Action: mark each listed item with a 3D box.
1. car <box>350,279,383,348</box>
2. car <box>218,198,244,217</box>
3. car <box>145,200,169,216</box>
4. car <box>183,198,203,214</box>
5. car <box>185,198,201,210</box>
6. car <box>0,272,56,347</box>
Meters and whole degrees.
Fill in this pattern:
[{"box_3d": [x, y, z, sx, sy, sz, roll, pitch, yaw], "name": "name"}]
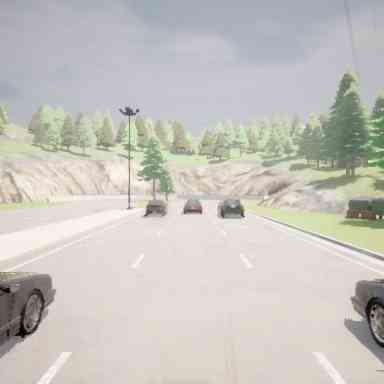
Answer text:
[{"box_3d": [3.600, 1.547, 3.159, 2.033, 1.411, 5.357, 0, 0, 0], "name": "car"}, {"box_3d": [3.609, 1.352, 31.355, 2.097, 1.767, 4.553, 0, 0, 0], "name": "car"}, {"box_3d": [-3.392, 1.505, 32.372, 1.837, 1.490, 4.892, 0, 0, 0], "name": "car"}, {"box_3d": [0.108, 1.564, 35.275, 1.994, 1.385, 4.181, 0, 0, 0], "name": "car"}, {"box_3d": [0.166, 1.547, 44.517, 2.033, 1.411, 5.357, 0, 0, 1], "name": "car"}, {"box_3d": [-3.400, 1.547, 3.598, 2.033, 1.411, 5.357, 0, 0, 0], "name": "car"}]
